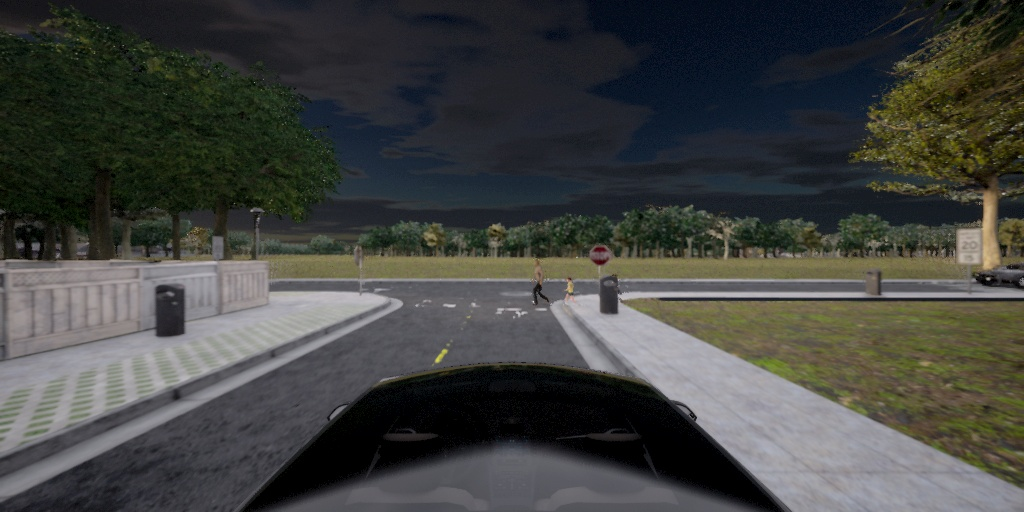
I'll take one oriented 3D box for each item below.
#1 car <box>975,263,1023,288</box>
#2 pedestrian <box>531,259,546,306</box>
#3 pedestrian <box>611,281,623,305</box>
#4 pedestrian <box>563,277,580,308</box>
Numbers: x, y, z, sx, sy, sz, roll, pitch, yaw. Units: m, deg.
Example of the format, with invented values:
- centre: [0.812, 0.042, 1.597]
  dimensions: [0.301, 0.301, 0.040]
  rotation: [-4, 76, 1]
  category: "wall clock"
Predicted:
- centre: [31.604, 1.141, 21.961]
  dimensions: [4.892, 1.490, 1.837]
  rotation: [0, 0, 0]
  category: "car"
- centre: [0.997, 0.954, 13.512]
  dimensions: [0.375, 1.860, 0.375]
  rotation: [0, 0, 0]
  category: "pedestrian"
- centre: [3.668, 0.805, 12.909]
  dimensions: [0.375, 1.860, 0.375]
  rotation: [0, 0, 0]
  category: "pedestrian"
- centre: [2.032, 1.190, 12.312]
  dimensions: [0.500, 1.100, 0.500]
  rotation: [0, 0, 0]
  category: "pedestrian"
